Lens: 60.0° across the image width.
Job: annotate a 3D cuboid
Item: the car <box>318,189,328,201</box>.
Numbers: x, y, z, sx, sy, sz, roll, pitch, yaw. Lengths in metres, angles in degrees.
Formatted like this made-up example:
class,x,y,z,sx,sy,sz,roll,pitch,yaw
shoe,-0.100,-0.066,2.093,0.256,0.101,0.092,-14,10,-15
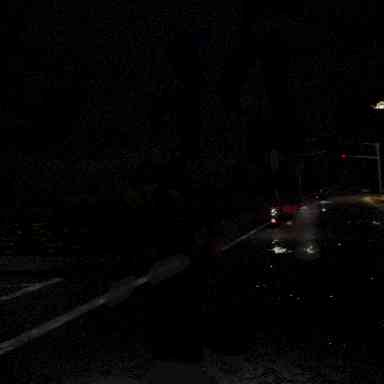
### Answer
class,x,y,z,sx,sy,sz,roll,pitch,yaw
car,15.658,0.370,41.219,1.994,1.385,4.181,-4,0,25

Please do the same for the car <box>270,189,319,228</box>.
class,x,y,z,sx,sy,sz,roll,pitch,yaw
car,5.759,0.947,18.821,2.097,1.767,4.553,-4,0,24
